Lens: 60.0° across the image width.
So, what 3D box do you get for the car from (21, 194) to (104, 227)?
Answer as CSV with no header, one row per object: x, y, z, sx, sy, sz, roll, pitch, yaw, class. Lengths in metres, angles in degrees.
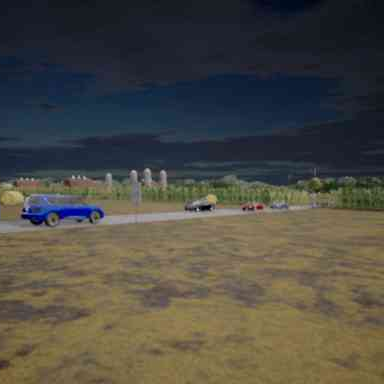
-8.722,1.213,22.908,2.150,2.045,5.566,1,0,36,car

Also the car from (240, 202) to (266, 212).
8.797,2.101,47.380,1.895,1.301,4.718,1,0,36,car

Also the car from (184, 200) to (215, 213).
0.981,1.768,41.398,1.882,1.535,5.008,1,0,36,car

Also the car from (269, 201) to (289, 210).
14.610,2.210,55.603,2.033,1.411,5.357,1,0,36,car
